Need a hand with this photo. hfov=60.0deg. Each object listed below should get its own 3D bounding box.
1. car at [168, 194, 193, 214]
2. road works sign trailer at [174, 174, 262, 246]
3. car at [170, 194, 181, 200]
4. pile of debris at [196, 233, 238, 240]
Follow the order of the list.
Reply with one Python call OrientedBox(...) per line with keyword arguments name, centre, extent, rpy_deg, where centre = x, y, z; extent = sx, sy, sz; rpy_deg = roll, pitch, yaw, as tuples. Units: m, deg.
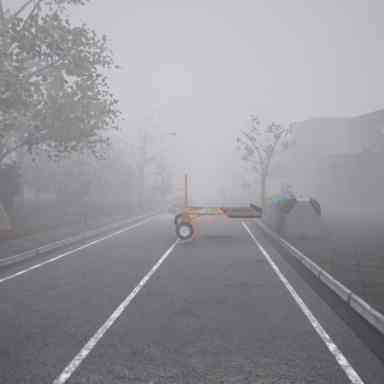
OrientedBox(name="car", centre=(-1.032, 1.201, 32.735), extent=(2.097, 1.767, 4.553), rpy_deg=(0, 0, 4))
OrientedBox(name="road works sign trailer", centre=(1.029, 0.661, 14.522), extent=(3.560, 2.880, 2.380), rpy_deg=(0, 5, -5))
OrientedBox(name="car", centre=(-4.255, 1.238, 83.584), extent=(1.837, 1.490, 4.892), rpy_deg=(-2, 0, -14))
OrientedBox(name="pile of debris", centre=(1.160, 2.107, 15.818), extent=(1.860, 0.140, 1.500), rpy_deg=(0, 0, 3))
